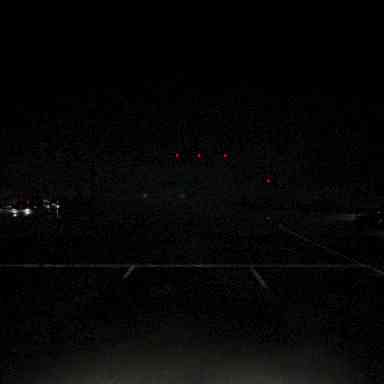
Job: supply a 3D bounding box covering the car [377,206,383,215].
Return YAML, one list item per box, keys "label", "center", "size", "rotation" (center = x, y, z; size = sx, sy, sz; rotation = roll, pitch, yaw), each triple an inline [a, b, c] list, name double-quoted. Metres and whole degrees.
- label: "car"
  center: [17.639, 1.260, 26.129]
  size: [4.553, 1.767, 2.097]
  rotation: [0, 0, 6]

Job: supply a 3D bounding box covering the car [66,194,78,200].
- label: "car"
  center: [-29.179, 1.262, 80.785]
  size: [1.895, 1.301, 4.718]
  rotation: [0, 0, -10]

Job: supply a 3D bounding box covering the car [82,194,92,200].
- label: "car"
  center: [-25.940, 1.161, 82.375]
  size: [1.837, 1.490, 4.892]
  rotation: [0, 0, -10]

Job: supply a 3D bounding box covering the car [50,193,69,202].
- label: "car"
  center: [-28.103, 1.067, 70.671]
  size: [2.097, 1.767, 4.553]
  rotation: [0, 0, 0]

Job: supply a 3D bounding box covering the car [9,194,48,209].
- label: "car"
  center: [-21.137, 1.185, 43.179]
  size: [2.097, 1.767, 4.553]
  rotation: [0, 0, 0]

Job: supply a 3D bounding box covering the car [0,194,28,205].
- label: "car"
  center: [-28.129, 1.143, 52.660]
  size: [2.097, 1.767, 4.553]
  rotation: [0, 0, 0]

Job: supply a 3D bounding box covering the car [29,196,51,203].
- label: "car"
  center: [-28.079, 1.352, 61.654]
  size: [1.895, 1.301, 4.718]
  rotation: [0, 0, 0]

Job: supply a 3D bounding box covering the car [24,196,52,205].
- label: "car"
  center: [-24.632, 1.335, 53.562]
  size: [2.033, 1.411, 5.357]
  rotation: [0, 0, 0]

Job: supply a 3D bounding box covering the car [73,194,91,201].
- label: "car"
  center: [-21.101, 1.350, 62.274]
  size: [1.895, 1.301, 4.718]
  rotation: [0, 0, 0]

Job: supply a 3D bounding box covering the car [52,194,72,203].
- label: "car"
  center: [-24.584, 1.222, 63.200]
  size: [1.882, 1.535, 5.008]
  rotation: [0, 0, 1]

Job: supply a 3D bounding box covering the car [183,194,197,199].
- label: "car"
  center: [-0.205, 1.201, 94.717]
  size: [1.895, 1.301, 4.718]
  rotation: [0, 0, -18]

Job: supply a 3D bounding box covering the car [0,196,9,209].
- label: "car"
  center: [-24.631, 1.360, 42.931]
  size: [1.812, 1.442, 4.674]
  rotation: [0, 0, 0]

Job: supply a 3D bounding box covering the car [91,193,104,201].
- label: "car"
  center: [-21.124, 1.065, 71.221]
  size: [2.097, 1.767, 4.553]
  rotation: [0, 0, 0]

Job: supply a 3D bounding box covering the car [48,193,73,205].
- label: "car"
  center: [-21.137, 1.295, 53.010]
  size: [1.837, 1.490, 4.892]
  rotation: [0, 0, 0]

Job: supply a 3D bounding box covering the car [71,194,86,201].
- label: "car"
  center: [-24.635, 1.229, 72.285]
  size: [1.812, 1.442, 4.674]
  rotation: [0, 0, -3]

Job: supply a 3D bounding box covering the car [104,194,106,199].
- label: "car"
  center: [-22.133, 1.166, 81.250]
  size: [1.837, 1.490, 4.892]
  rotation: [0, 0, -10]
